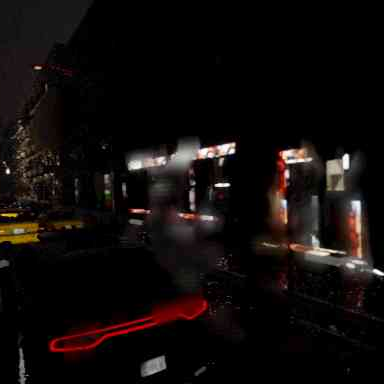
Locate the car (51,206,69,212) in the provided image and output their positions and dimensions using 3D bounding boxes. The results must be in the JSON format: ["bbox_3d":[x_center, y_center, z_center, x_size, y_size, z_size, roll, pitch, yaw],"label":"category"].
[{"bbox_3d":[-6.064,1.305,14.841,1.752,1.417,4.829,-1,1,-34],"label":"car"}]

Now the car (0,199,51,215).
[{"bbox_3d":[-7.354,1.298,13.525,1.801,1.575,5.366,-2,2,-34],"label":"car"}]

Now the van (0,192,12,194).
[{"bbox_3d":[-21.606,0.924,38.265,1.690,1.788,3.998,-1,1,-34],"label":"van"}]

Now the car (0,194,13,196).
[{"bbox_3d":[-18.476,1.189,33.555,1.947,1.339,4.313,-1,1,-34],"label":"car"}]

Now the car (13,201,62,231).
[{"bbox_3d":[-9.095,1.308,19.413,1.947,1.339,4.313,-1,1,-34],"label":"car"}]

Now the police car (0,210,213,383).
[{"bbox_3d":[-1.782,1.334,5.124,1.930,1.638,5.238,-2,2,-34],"label":"police car"}]

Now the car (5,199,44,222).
[{"bbox_3d":[-12.223,1.254,24.127,2.008,1.369,4.403,-1,1,-34],"label":"car"}]

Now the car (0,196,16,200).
[{"bbox_3d":[-10.739,1.260,18.478,1.801,1.575,5.366,-2,2,-34],"label":"car"}]
